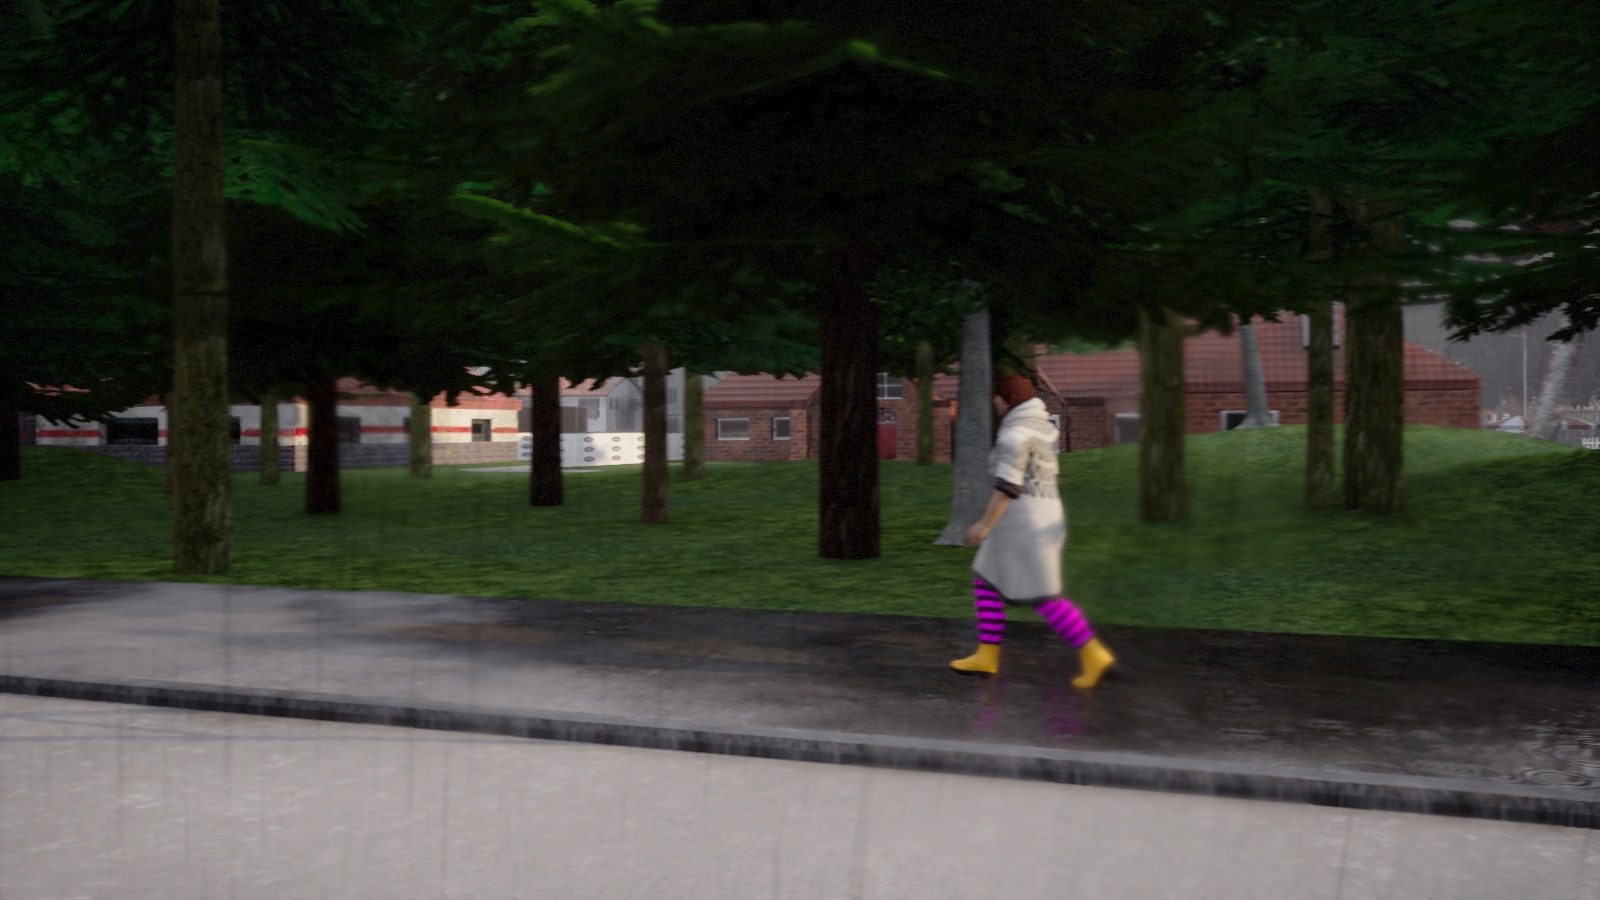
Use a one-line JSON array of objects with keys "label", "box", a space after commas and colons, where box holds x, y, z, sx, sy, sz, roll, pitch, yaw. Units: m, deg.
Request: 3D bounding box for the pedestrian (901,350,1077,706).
[{"label": "pedestrian", "box": [1.117, 0.422, 7.349, 0.873, 1.952, 0.659, 1, 1, 22]}]
